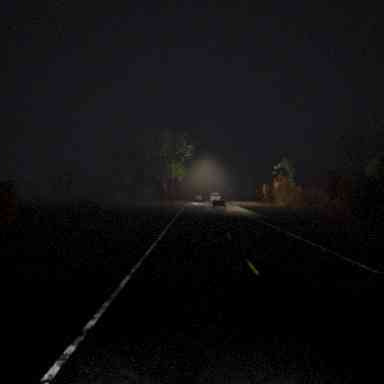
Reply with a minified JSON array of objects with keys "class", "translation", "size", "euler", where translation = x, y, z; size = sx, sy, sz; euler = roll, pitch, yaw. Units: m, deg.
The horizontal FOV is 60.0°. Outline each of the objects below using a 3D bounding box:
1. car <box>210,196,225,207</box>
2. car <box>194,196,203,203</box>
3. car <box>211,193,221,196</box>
[{"class":"car","translation":[4.284,1.676,53.271],"size":[1.895,1.301,4.718],"euler":[0,0,2]},{"class":"car","translation":[1.423,1.568,70.845],"size":[2.128,1.511,4.902],"euler":[0,0,3]},{"class":"car","translation":[4.966,1.296,71.495],"size":[2.150,2.045,5.566],"euler":[0,0,3]}]
